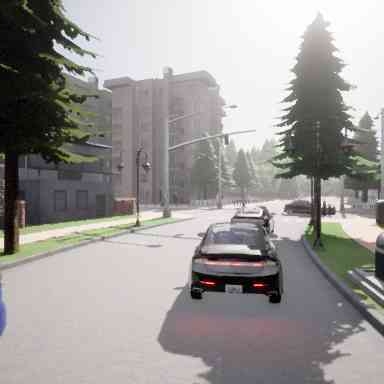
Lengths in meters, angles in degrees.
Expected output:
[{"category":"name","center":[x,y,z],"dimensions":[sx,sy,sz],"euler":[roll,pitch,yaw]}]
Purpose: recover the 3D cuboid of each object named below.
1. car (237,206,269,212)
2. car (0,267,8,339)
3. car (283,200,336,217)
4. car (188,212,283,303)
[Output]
[{"category":"car","center":[3.231,1.491,17.375],"dimensions":[2.128,1.511,4.902],"euler":[0,0,18]},{"category":"car","center":[-3.385,1.221,1.730],"dimensions":[2.150,2.045,5.566],"euler":[0,0,3]},{"category":"car","center":[11.054,1.493,31.521],"dimensions":[1.882,1.535,5.008],"euler":[-1,1,-37]},{"category":"car","center":[1.105,1.492,8.268],"dimensions":[2.128,1.511,4.902],"euler":[0,0,9]}]
